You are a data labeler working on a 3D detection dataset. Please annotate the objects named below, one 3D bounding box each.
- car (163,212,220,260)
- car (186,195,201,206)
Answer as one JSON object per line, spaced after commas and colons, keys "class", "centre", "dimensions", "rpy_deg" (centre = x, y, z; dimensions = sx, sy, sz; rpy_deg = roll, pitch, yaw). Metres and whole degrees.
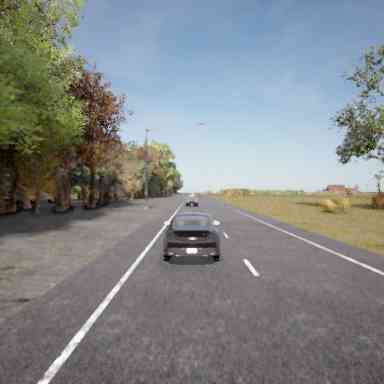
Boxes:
{"class": "car", "centre": [-0.004, 1.499, 12.336], "dimensions": [1.837, 1.490, 4.892], "rpy_deg": [0, 0, 0]}
{"class": "car", "centre": [-0.016, 1.548, 52.339], "dimensions": [1.895, 1.301, 4.718], "rpy_deg": [0, 0, 0]}
